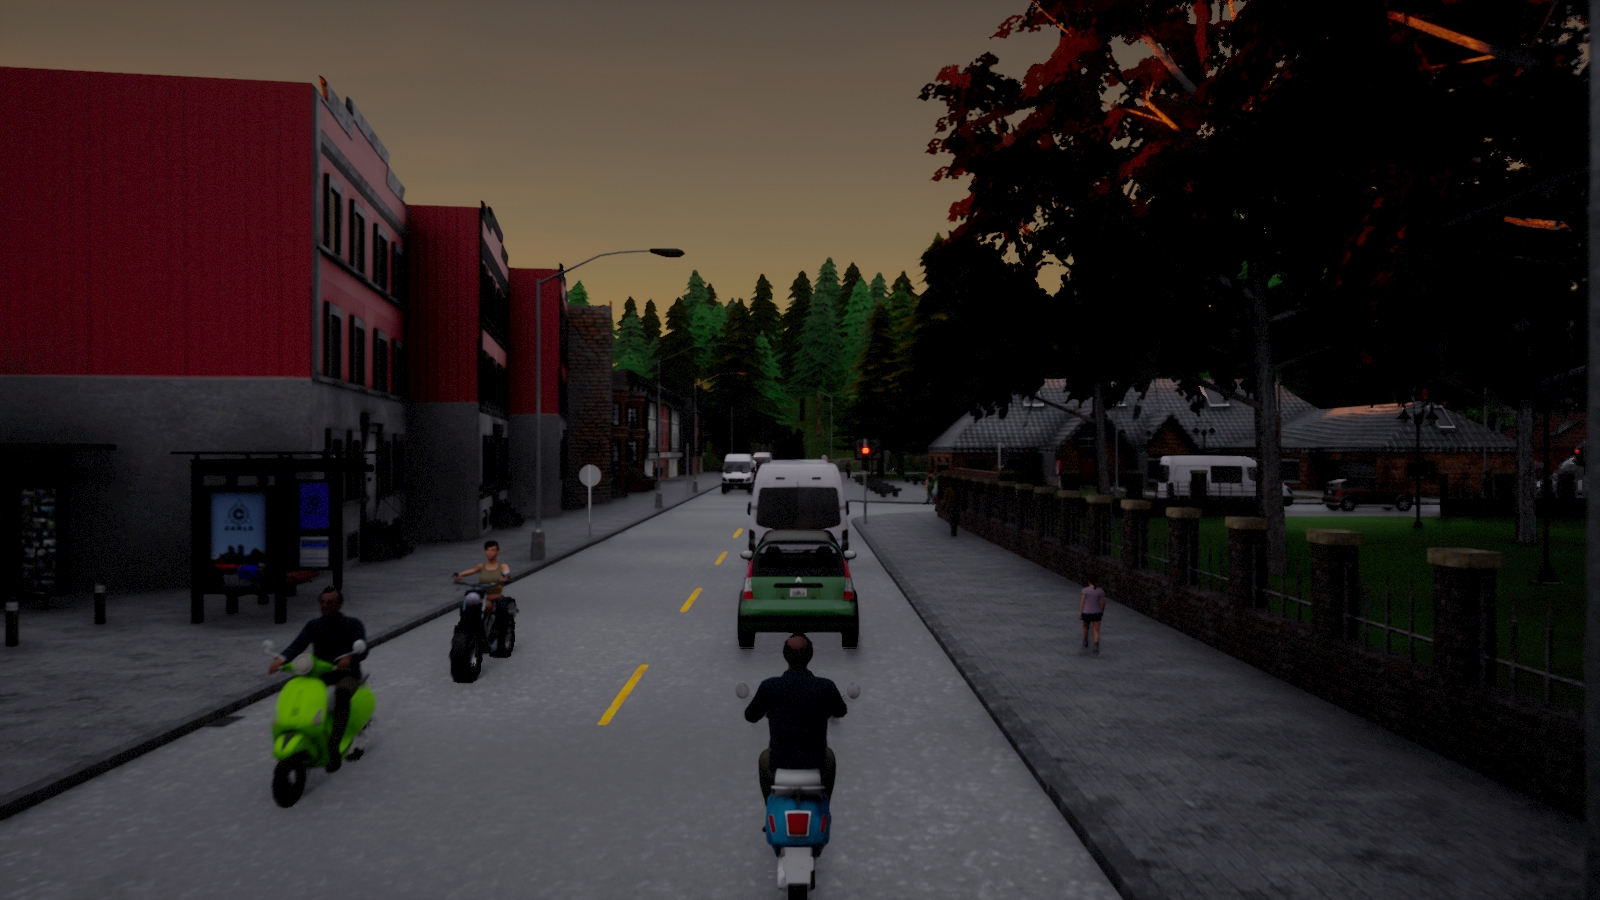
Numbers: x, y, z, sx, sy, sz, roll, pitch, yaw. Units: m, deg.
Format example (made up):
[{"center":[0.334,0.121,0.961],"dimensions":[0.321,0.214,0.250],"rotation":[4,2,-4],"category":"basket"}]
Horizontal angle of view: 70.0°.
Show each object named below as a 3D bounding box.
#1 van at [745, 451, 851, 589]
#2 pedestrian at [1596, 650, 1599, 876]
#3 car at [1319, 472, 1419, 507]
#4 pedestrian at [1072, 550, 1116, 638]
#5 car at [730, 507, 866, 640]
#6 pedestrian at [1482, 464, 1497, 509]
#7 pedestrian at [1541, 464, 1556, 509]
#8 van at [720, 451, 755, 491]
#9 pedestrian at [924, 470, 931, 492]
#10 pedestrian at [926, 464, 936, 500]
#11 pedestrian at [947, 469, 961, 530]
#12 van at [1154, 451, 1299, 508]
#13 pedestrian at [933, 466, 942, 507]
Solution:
[{"center":[-0.047,1.316,24.374],"dimensions":[1.988,2.561,5.915],"rotation":[0,0,0],"category":"van"},{"center":[4.795,1.806,6.424],"dimensions":[0.375,1.300,0.375],"rotation":[0,0,0],"category":"pedestrian"},{"center":[26.115,1.808,52.525],"dimensions":[3.705,1.549,1.789],"rotation":[0,0,0],"category":"car"},{"center":[3.902,1.905,15.197],"dimensions":[0.500,1.100,0.500],"rotation":[0,0,7],"category":"pedestrian"},{"center":[-0.027,1.779,17.577],"dimensions":[1.851,1.617,3.988],"rotation":[0,0,0],"category":"car"},{"center":[28.940,1.526,47.974],"dimensions":[0.375,1.860,0.375],"rotation":[0,0,-10],"category":"pedestrian"},{"center":[31.074,1.526,47.439],"dimensions":[0.375,1.860,0.375],"rotation":[0,0,-1],"category":"pedestrian"},{"center":[-4.118,1.317,76.096],"dimensions":[1.988,2.561,5.915],"rotation":[0,0,0],"category":"van"},{"center":[7.558,1.806,67.518],"dimensions":[0.375,1.300,0.375],"rotation":[0,0,1],"category":"pedestrian"},{"center":[6.694,1.631,58.398],"dimensions":[0.375,1.860,0.375],"rotation":[0,0,32],"category":"pedestrian"},{"center":[4.736,1.527,35.247],"dimensions":[0.375,1.860,0.375],"rotation":[0,0,-1],"category":"pedestrian"},{"center":[19.578,1.316,52.586],"dimensions":[5.915,2.561,1.988],"rotation":[0,0,1],"category":"van"},{"center":[6.166,1.630,51.156],"dimensions":[0.375,1.860,0.375],"rotation":[0,0,15],"category":"pedestrian"}]
